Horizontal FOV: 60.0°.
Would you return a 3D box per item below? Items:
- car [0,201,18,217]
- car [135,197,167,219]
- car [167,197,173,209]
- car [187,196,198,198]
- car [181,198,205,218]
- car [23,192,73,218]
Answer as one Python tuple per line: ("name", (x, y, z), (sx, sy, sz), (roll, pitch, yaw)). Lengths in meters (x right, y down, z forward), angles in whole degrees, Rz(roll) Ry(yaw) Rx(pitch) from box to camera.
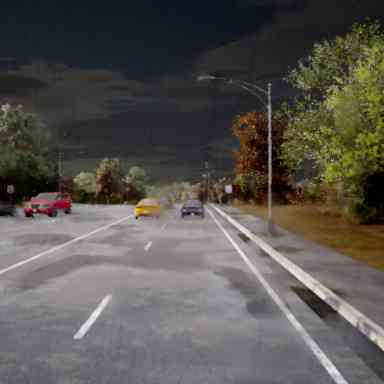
("car", (-15.493, 1.399, 25.974), (1.994, 1.385, 4.181), (0, 0, 0))
("car", (-3.426, 1.307, 27.400), (1.882, 1.535, 5.008), (0, 1, 0))
("car", (-3.416, 1.286, 41.174), (2.033, 1.411, 5.357), (0, 0, 1))
("car", (0.109, 1.211, 44.436), (2.128, 1.511, 4.902), (0, 1, 0))
("car", (0.076, 1.430, 27.754), (1.895, 1.301, 4.718), (0, 0, 1))
("car", (-12.008, 1.045, 28.205), (2.150, 2.045, 5.566), (0, 0, 0))
